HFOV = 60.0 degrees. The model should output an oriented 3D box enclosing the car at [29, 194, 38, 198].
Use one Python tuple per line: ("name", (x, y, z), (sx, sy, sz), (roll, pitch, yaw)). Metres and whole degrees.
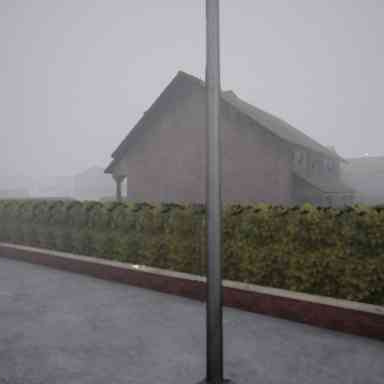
("car", (-33.105, 1.426, 69.913), (3.866, 1.878, 1.905), (0, 0, 36))
